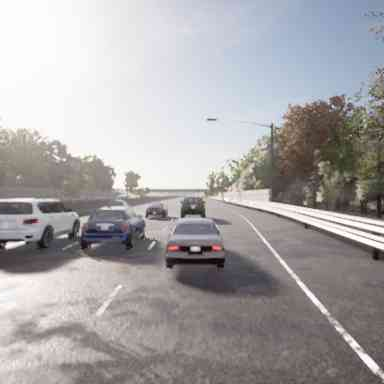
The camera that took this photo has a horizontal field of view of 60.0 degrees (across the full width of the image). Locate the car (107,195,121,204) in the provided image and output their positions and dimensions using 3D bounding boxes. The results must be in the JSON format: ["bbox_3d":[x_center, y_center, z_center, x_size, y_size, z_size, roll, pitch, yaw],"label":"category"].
[{"bbox_3d":[-17.515,1.657,75.233,2.097,1.767,4.553,0,0,0],"label":"car"}]

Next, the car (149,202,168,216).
[{"bbox_3d":[-3.409,1.720,32.551,1.812,1.442,4.674,0,0,0],"label":"car"}]

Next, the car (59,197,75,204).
[{"bbox_3d":[-28.015,1.836,74.785,1.837,1.490,4.892,0,0,0],"label":"car"}]

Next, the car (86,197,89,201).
[{"bbox_3d":[-24.515,1.801,75.200,1.837,1.490,4.892,0,0,0],"label":"car"}]

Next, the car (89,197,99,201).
[{"bbox_3d":[-21.015,1.779,75.201,1.882,1.535,5.008,0,0,0],"label":"car"}]

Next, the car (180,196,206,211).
[{"bbox_3d":[0.092,1.404,30.605,2.150,2.045,5.566,0,0,0],"label":"car"}]

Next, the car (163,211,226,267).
[{"bbox_3d":[0.093,1.614,11.579,2.033,1.411,5.357,0,0,0],"label":"car"}]

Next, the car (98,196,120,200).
[{"bbox_3d":[-6.910,1.538,31.293,2.097,1.767,4.553,0,0,0],"label":"car"}]

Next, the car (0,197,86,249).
[{"bbox_3d":[-6.906,1.307,15.047,2.150,2.045,5.566,0,0,0],"label":"car"}]

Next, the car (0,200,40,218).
[{"bbox_3d":[-17.602,1.680,33.991,1.882,1.535,5.008,0,0,0],"label":"car"}]

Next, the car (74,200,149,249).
[{"bbox_3d":[-3.409,1.439,15.138,2.097,1.767,4.553,0,0,0],"label":"car"}]
